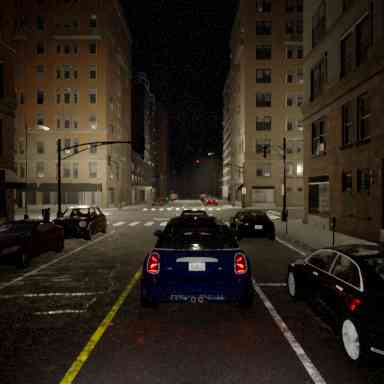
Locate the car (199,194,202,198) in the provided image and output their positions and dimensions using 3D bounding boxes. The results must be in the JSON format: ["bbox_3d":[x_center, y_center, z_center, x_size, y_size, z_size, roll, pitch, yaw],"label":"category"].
[{"bbox_3d":[3.181,1.524,75.299,1.967,1.590,4.097,0,0,0],"label":"car"}]

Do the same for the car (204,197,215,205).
[{"bbox_3d":[3.098,1.570,59.243,1.752,1.417,4.829,0,0,0],"label":"car"}]

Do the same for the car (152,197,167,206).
[{"bbox_3d":[-5.455,1.618,53.705,1.802,1.307,4.206,0,0,0],"label":"car"}]

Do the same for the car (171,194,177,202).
[{"bbox_3d":[-5.316,1.626,80.577,1.752,1.417,4.829,0,0,0],"label":"car"}]

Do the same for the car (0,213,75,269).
[{"bbox_3d":[-5.634,1.582,11.101,1.802,1.307,4.206,0,0,0],"label":"car"}]

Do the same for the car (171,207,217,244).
[{"bbox_3d":[0.100,1.564,16.647,1.994,1.385,4.181,0,0,1],"label":"car"}]

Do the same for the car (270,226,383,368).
[{"bbox_3d":[2.873,1.551,5.571,2.008,1.369,4.403,0,0,0],"label":"car"}]

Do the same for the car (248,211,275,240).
[{"bbox_3d":[2.910,1.566,16.573,1.947,1.339,4.313,0,0,0],"label":"car"}]

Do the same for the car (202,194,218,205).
[{"bbox_3d":[3.069,1.476,53.663,1.967,1.590,4.097,0,0,0],"label":"car"}]

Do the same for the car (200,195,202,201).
[{"bbox_3d":[3.126,1.606,64.481,2.008,1.369,4.403,0,0,0],"label":"car"}]

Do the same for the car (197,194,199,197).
[{"bbox_3d":[3.264,1.457,91.526,2.192,1.841,5.009,0,0,0],"label":"car"}]

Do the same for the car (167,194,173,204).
[{"bbox_3d":[-5.399,1.606,64.522,2.008,1.369,4.403,0,0,0],"label":"car"}]

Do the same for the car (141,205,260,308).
[{"bbox_3d":[0.105,1.352,8.064,2.097,1.767,4.553,0,0,0],"label":"car"}]

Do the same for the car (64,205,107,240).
[{"bbox_3d":[-5.616,1.441,16.603,1.967,1.590,4.097,0,0,0],"label":"car"}]

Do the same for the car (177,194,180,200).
[{"bbox_3d":[-5.260,1.457,91.565,2.192,1.841,5.009,0,0,0],"label":"car"}]
